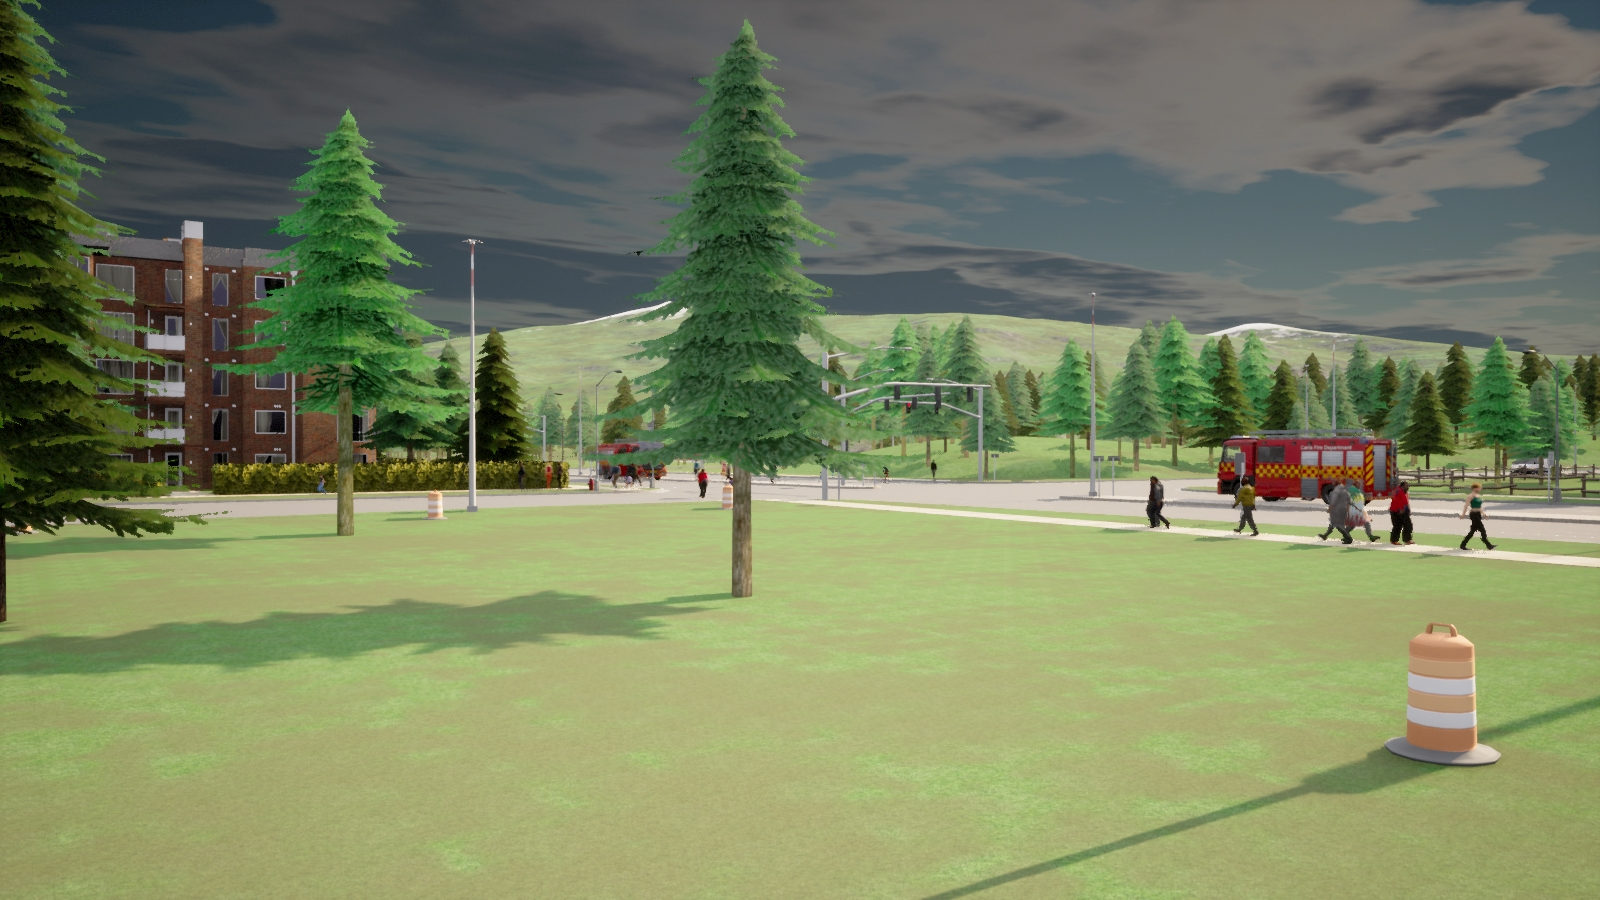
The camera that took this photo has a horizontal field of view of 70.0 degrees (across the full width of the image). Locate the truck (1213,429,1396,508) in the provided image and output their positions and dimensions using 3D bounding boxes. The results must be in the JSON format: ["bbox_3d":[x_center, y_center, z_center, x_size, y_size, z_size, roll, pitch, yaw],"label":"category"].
[{"bbox_3d":[26.071,0.891,59.482,2.891,3.827,8.468,0,0,-34],"label":"truck"}]

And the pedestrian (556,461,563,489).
[{"bbox_3d":[-16.162,1.696,76.770,0.375,1.860,0.375,0,0,-40],"label":"pedestrian"}]

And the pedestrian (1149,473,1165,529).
[{"bbox_3d":[11.916,1.696,38.122,0.375,1.860,0.375,0,0,-40],"label":"pedestrian"}]

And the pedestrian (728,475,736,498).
[{"bbox_3d":[-3.978,2.131,67.048,0.375,1.300,0.375,0,0,-20],"label":"pedestrian"}]

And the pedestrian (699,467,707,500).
[{"bbox_3d":[-5.529,1.907,65.075,0.375,1.860,0.375,0,0,-30],"label":"pedestrian"}]

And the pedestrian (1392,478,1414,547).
[{"bbox_3d":[16.456,1.696,31.181,0.375,1.860,0.375,0,0,-32],"label":"pedestrian"}]

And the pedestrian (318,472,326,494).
[{"bbox_3d":[-28.554,1.976,68.229,0.375,1.300,0.375,0,0,-36],"label":"pedestrian"}]

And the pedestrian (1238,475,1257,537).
[{"bbox_3d":[13.591,1.696,34.708,0.375,1.860,0.375,0,0,-29],"label":"pedestrian"}]

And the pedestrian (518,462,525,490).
[{"bbox_3d":[-18.308,1.696,75.154,0.375,1.860,0.375,0,0,-35],"label":"pedestrian"}]

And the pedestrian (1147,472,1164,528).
[{"bbox_3d":[12.069,1.696,38.777,0.375,1.860,0.375,0,0,-30],"label":"pedestrian"}]

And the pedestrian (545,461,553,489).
[{"bbox_3d":[-16.863,1.696,76.777,0.375,1.860,0.375,0,0,18],"label":"pedestrian"}]

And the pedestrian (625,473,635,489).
[{"bbox_3d":[-11.391,2.076,76.443,0.500,1.100,0.500,0,0,-33],"label":"pedestrian"}]

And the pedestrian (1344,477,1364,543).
[{"bbox_3d":[15.709,1.697,32.420,0.375,1.860,0.375,0,0,-33],"label":"pedestrian"}]

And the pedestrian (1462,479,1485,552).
[{"bbox_3d":[17.403,1.696,29.528,0.375,1.860,0.375,0,0,-29],"label":"pedestrian"}]

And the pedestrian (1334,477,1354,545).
[{"bbox_3d":[15.189,1.696,31.909,0.375,1.860,0.375,0,0,-32],"label":"pedestrian"}]
